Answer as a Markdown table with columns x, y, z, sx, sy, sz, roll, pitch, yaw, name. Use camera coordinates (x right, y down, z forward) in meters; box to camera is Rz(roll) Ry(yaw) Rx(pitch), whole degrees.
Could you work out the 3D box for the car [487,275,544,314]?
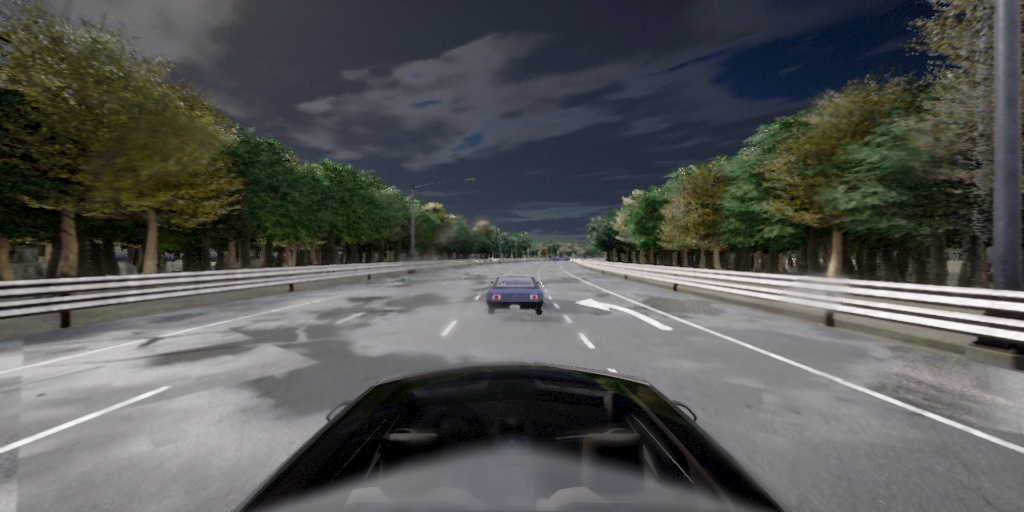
| x | y | z | sx | sy | sz | roll | pitch | yaw | name |
| --- | --- | --- | --- | --- | --- | --- | --- | --- | --- |
| 0.136 | 1.359 | 13.791 | 1.895 | 1.301 | 4.718 | 0 | 0 | 1 | car |
